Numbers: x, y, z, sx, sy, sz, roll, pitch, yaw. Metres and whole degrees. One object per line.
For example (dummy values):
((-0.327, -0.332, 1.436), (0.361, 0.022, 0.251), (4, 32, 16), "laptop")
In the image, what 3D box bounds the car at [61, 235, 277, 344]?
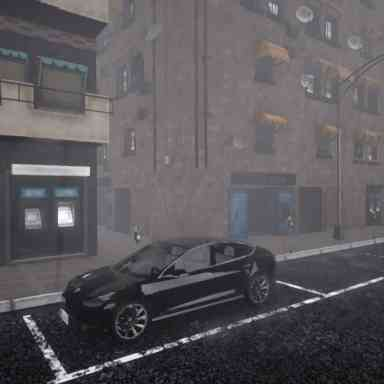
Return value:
((-0.202, 1.566, 6.431), (4.313, 1.339, 1.947), (0, 0, -36), "car")
